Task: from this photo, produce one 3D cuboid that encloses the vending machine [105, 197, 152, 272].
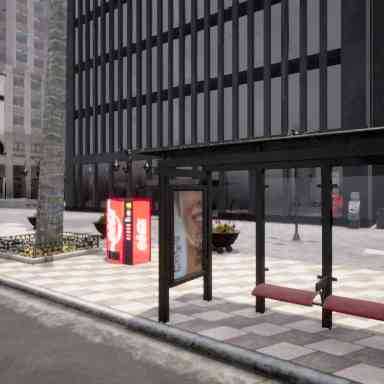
[{"bbox_3d":[-1.909,1.195,10.028,0.880,2.100,1.100,0,0,36],"label":"vending machine"}]
